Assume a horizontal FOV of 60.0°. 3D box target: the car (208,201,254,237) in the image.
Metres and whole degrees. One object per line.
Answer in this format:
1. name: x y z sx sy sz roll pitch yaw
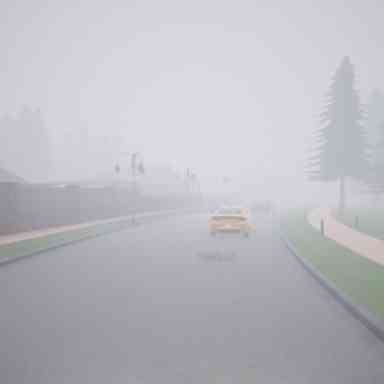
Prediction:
1. car: 2.226 1.474 18.292 1.882 1.535 5.008 0 0 12

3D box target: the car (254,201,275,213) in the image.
1. car: 7.883 1.604 36.467 1.895 1.301 4.718 1 0 23

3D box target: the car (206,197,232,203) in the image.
1. car: 3.118 1.553 34.458 1.994 1.385 4.181 0 0 21

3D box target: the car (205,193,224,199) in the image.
1. car: 4.308 1.153 58.770 3.866 1.878 1.905 0 0 25

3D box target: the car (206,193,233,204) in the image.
1. car: 5.018 1.153 61.212 4.605 1.855 1.932 0 0 25
